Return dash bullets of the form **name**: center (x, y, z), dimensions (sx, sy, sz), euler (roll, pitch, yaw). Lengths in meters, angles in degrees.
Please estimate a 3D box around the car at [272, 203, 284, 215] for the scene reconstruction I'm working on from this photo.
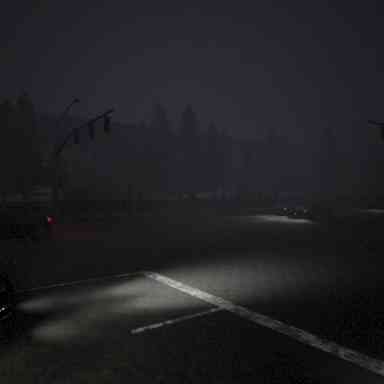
- **car**: center (9.867, 1.525, 32.528), dimensions (4.674, 1.442, 1.812), euler (0, 0, -35)

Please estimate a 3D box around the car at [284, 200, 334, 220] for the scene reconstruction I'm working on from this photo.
- **car**: center (10.378, 1.525, 28.593), dimensions (4.674, 1.442, 1.812), euler (0, 0, -36)

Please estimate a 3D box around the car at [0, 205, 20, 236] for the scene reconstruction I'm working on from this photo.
- **car**: center (-11.754, 1.492, 17.103), dimensions (4.902, 1.511, 2.128), euler (0, 0, -36)

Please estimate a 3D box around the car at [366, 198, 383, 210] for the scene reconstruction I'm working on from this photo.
- **car**: center (24.799, 1.547, 43.183), dimensions (5.357, 1.411, 2.033), euler (0, 0, -36)

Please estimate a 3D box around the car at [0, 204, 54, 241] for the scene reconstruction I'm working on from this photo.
- **car**: center (-8.771, 1.351, 14.930), dimensions (4.553, 1.767, 2.097), euler (0, 0, -35)

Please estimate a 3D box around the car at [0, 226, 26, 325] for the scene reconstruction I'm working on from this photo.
- **car**: center (-5.114, 1.492, 4.421), dimensions (4.902, 1.511, 2.128), euler (0, 0, -35)
